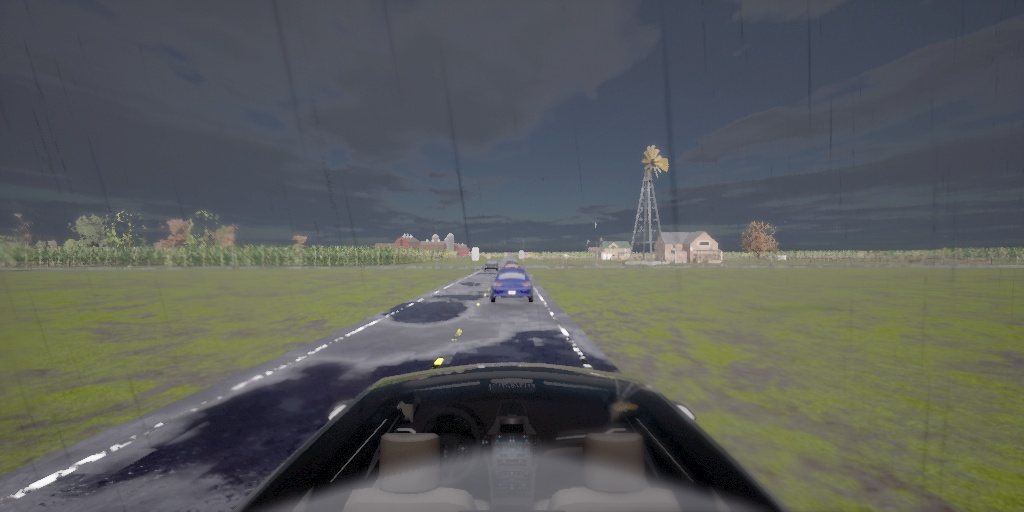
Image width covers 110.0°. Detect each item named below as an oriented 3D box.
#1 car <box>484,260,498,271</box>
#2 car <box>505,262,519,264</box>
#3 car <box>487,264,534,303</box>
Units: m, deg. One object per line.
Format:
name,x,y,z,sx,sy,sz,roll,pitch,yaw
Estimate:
car,-2.750,1.308,49.505,2.033,1.411,5.357,0,0,0
car,0.000,1.261,31.504,1.812,1.442,4.674,0,0,0
car,0.000,1.274,16.503,1.812,1.442,4.674,0,0,0
